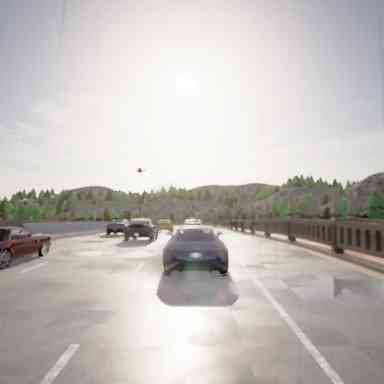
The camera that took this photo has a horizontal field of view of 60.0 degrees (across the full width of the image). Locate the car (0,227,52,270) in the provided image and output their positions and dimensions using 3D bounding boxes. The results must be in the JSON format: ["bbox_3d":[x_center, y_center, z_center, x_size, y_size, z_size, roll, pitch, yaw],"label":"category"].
[{"bbox_3d":[-6.894,1.904,12.046,1.895,1.301,4.718,0,-3,0],"label":"car"}]

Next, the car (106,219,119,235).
[{"bbox_3d":[-6.887,3.385,32.197,2.128,1.511,4.902,0,-5,0],"label":"car"}]

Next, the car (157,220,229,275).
[{"bbox_3d":[0.105,1.829,11.285,1.994,1.385,4.181,0,-3,0],"label":"car"}]

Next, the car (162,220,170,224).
[{"bbox_3d":[-3.382,4.163,41.306,1.882,1.535,5.008,0,-5,0],"label":"car"}]

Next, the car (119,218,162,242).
[{"bbox_3d":[-3.390,2.581,22.827,1.837,1.490,4.892,0,-5,0],"label":"car"}]
